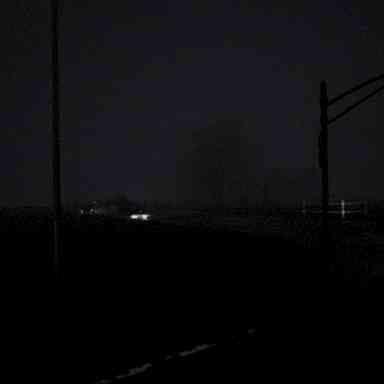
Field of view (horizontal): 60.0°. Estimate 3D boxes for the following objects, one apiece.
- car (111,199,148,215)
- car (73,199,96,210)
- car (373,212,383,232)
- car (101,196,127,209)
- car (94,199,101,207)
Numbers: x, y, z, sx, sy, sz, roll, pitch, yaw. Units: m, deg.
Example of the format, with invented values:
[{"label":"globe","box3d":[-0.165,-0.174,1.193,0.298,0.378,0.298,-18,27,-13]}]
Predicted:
[{"label":"car","box3d":[-7.252,1.883,39.329,2.033,1.411,5.357,-2,0,-36]},{"label":"car","box3d":[-17.872,2.257,54.236,1.895,1.301,4.718,-2,0,-36]},{"label":"car","box3d":[10.975,1.381,16.627,2.128,1.511,4.902,-1,0,0]},{"label":"car","box3d":[-11.740,1.630,51.757,2.150,2.045,5.566,-2,0,-35]},{"label":"car","box3d":[-17.981,2.051,60.362,2.128,1.511,4.902,-2,0,-36]}]
